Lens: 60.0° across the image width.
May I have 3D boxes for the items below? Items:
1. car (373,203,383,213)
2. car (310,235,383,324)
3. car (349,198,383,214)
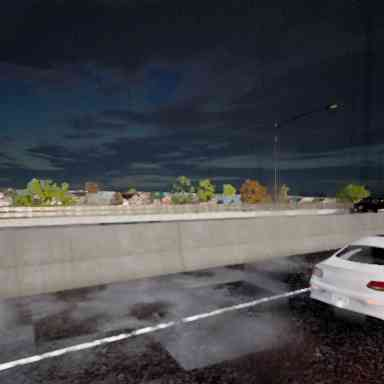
[{"bbox_3d":[22.338,2.112,36.479,4.718,1.301,1.895,1,-1,-34],"label":"car"},{"bbox_3d":[4.319,1.615,6.782,4.674,1.442,1.812,1,-1,-35],"label":"car"},{"bbox_3d":[21.185,1.747,39.924,5.566,2.045,2.150,1,-1,-34],"label":"car"}]
